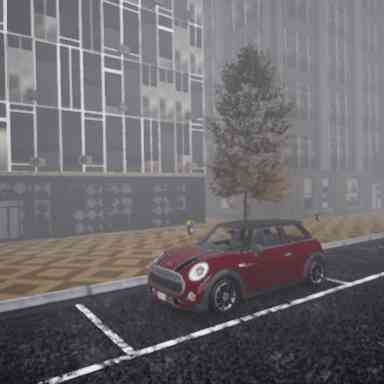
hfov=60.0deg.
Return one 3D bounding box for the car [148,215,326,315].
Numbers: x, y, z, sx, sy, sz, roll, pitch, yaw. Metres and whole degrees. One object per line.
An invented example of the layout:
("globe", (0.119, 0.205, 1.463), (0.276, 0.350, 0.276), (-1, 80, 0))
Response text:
("car", (1.054, 1.371, 7.320), (4.097, 1.590, 1.967), (-1, 0, -35))
